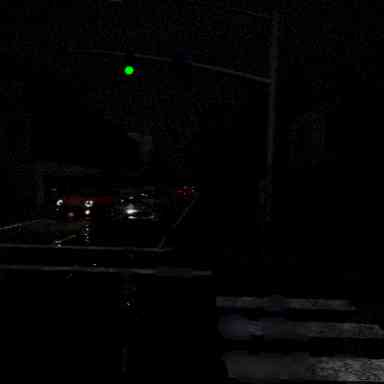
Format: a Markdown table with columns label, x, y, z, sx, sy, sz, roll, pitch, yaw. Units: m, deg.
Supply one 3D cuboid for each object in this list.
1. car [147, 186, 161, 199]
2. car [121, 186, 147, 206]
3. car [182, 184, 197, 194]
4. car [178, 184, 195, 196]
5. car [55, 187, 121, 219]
| label | x | y | z | sx | sy | sz | roll | pitch | yaw |
| --- | --- | --- | --- | --- | --- | --- | --- | --- | --- |
| car | -4.916 | -0.002 | 39.104 | 1.812 | 1.442 | 4.674 | 2 | 2 | 3 |
| car | -5.467 | 0.341 | 29.047 | 1.812 | 1.442 | 4.674 | 2 | 2 | 3 |
| car | -0.394 | -0.567 | 57.475 | 2.128 | 1.511 | 4.902 | 2 | 2 | 3 |
| car | -0.899 | -0.113 | 47.387 | 1.895 | 1.301 | 4.718 | 2 | 2 | 3 |
| car | -5.970 | 0.502 | 19.227 | 2.097 | 1.767 | 4.553 | 2 | 2 | 5 |
